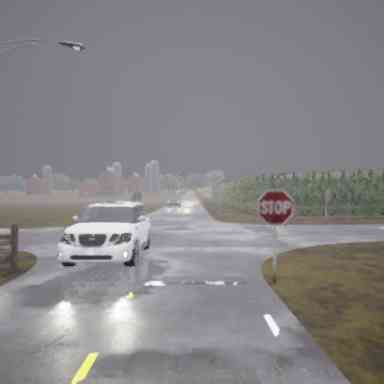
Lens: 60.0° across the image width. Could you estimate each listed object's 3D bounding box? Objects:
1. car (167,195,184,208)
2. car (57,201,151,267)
[{"bbox_3d":[-2.745,1.494,51.375,2.097,1.767,4.553,0,-1,0],"label":"car"},{"bbox_3d":[-2.754,1.357,11.812,2.150,2.045,5.566,0,-1,0],"label":"car"}]
